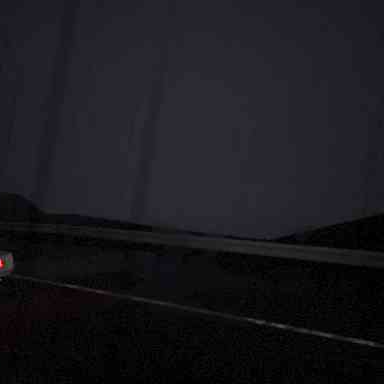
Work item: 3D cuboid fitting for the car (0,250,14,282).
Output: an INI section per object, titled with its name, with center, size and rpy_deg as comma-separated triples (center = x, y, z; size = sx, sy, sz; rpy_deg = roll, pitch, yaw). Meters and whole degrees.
[car]
center = -6.047, 1.447, 6.926
size = 4.718, 1.301, 1.895
rpy_deg = 0, 2, 27
